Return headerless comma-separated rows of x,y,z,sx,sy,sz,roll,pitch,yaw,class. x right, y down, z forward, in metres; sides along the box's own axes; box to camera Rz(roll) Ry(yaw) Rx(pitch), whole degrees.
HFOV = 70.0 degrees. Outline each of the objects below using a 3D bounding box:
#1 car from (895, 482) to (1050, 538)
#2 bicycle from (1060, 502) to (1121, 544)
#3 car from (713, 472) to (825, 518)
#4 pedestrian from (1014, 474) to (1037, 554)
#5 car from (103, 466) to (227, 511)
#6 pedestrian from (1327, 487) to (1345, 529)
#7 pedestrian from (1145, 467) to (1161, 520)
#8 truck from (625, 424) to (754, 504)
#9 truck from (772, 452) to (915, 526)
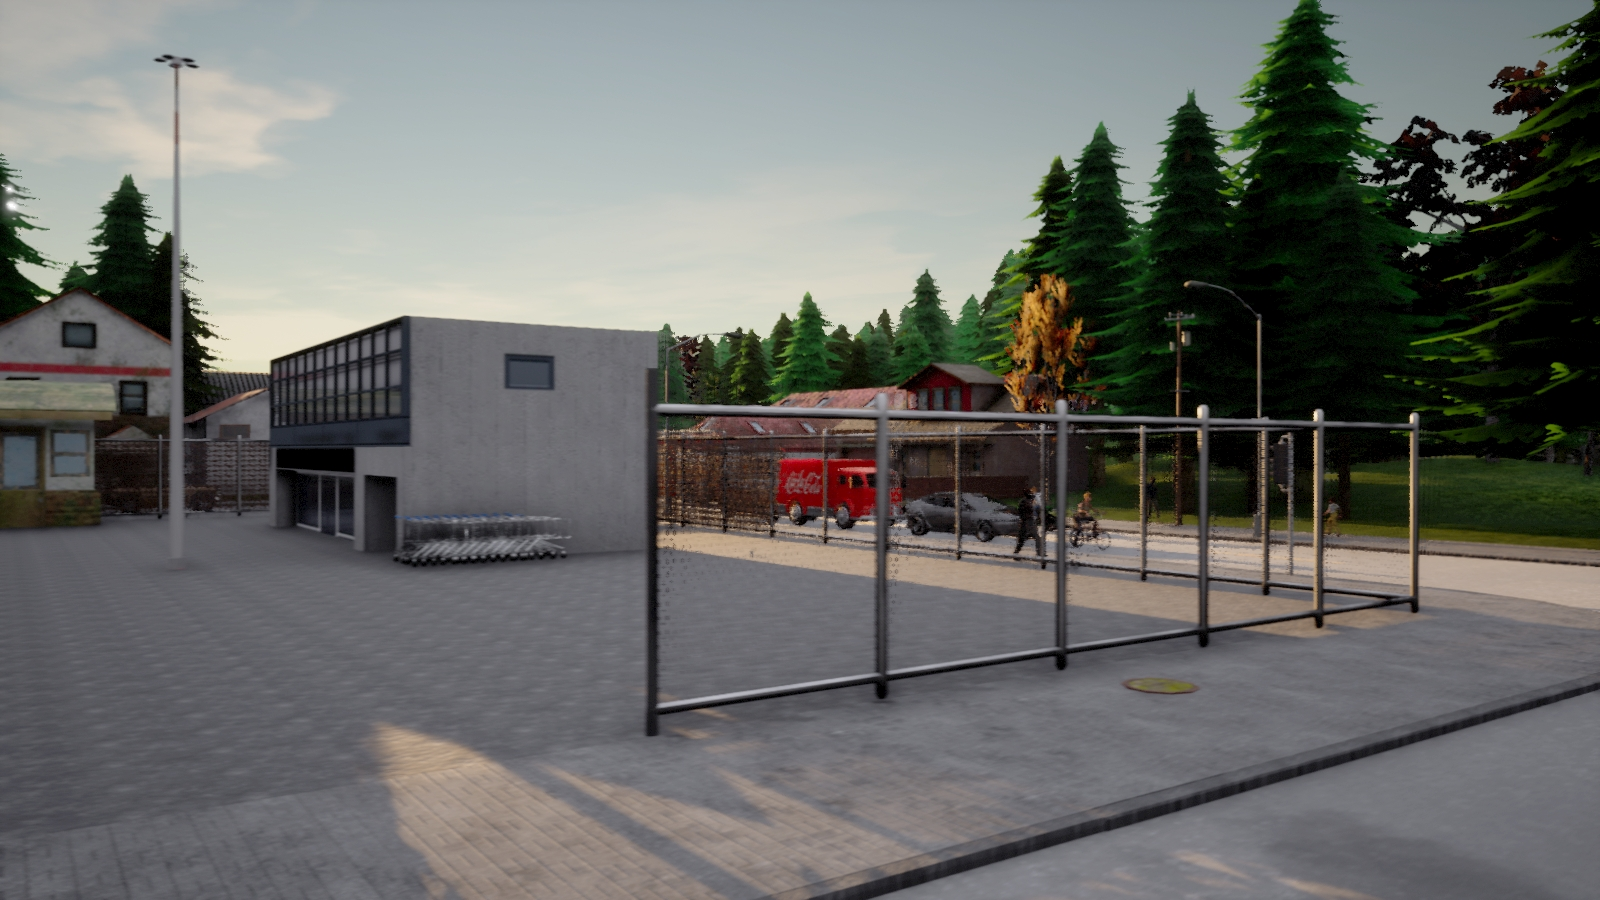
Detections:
5.402,1.843,36.312,2.163,1.488,4.792,0,0,-35,car
8.203,2.036,32.310,0.859,1.080,1.487,0,0,-35,bicycle
-1.324,1.775,46.039,2.152,1.651,5.027,0,0,-34,car
5.360,1.516,27.156,0.375,1.860,0.375,0,0,-36,pedestrian
-27.952,1.644,50.348,4.605,1.855,1.932,0,0,-34,car
16.741,1.805,35.680,0.375,1.300,0.375,0,0,-40,pedestrian
12.421,1.524,40.198,0.375,1.860,0.375,0,0,-13,pedestrian
-5.888,0.671,59.441,2.891,3.827,8.468,0,0,-35,truck
1.522,1.339,41.884,2.627,2.467,5.204,0,0,-35,truck
